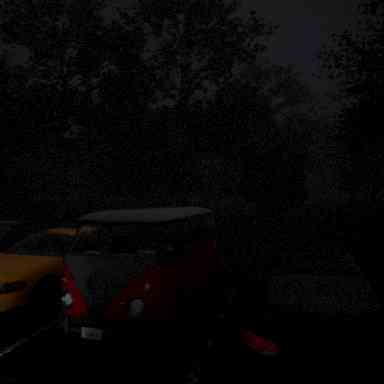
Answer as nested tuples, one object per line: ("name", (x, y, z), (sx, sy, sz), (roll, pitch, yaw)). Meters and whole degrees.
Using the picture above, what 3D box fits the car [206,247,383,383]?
("car", (1.718, 1.536, 4.863), (2.002, 1.452, 4.674), (0, -1, 15))

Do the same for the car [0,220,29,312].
("car", (-3.191, 1.538, 8.095), (1.946, 1.575, 5.366), (0, -1, 15))

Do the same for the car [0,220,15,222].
("car", (-5.586, 1.610, 9.966), (2.002, 1.452, 4.674), (0, -1, 14))

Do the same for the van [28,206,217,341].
("van", (-0.736, 1.292, 6.464), (1.878, 1.987, 4.442), (0, -1, 15))
